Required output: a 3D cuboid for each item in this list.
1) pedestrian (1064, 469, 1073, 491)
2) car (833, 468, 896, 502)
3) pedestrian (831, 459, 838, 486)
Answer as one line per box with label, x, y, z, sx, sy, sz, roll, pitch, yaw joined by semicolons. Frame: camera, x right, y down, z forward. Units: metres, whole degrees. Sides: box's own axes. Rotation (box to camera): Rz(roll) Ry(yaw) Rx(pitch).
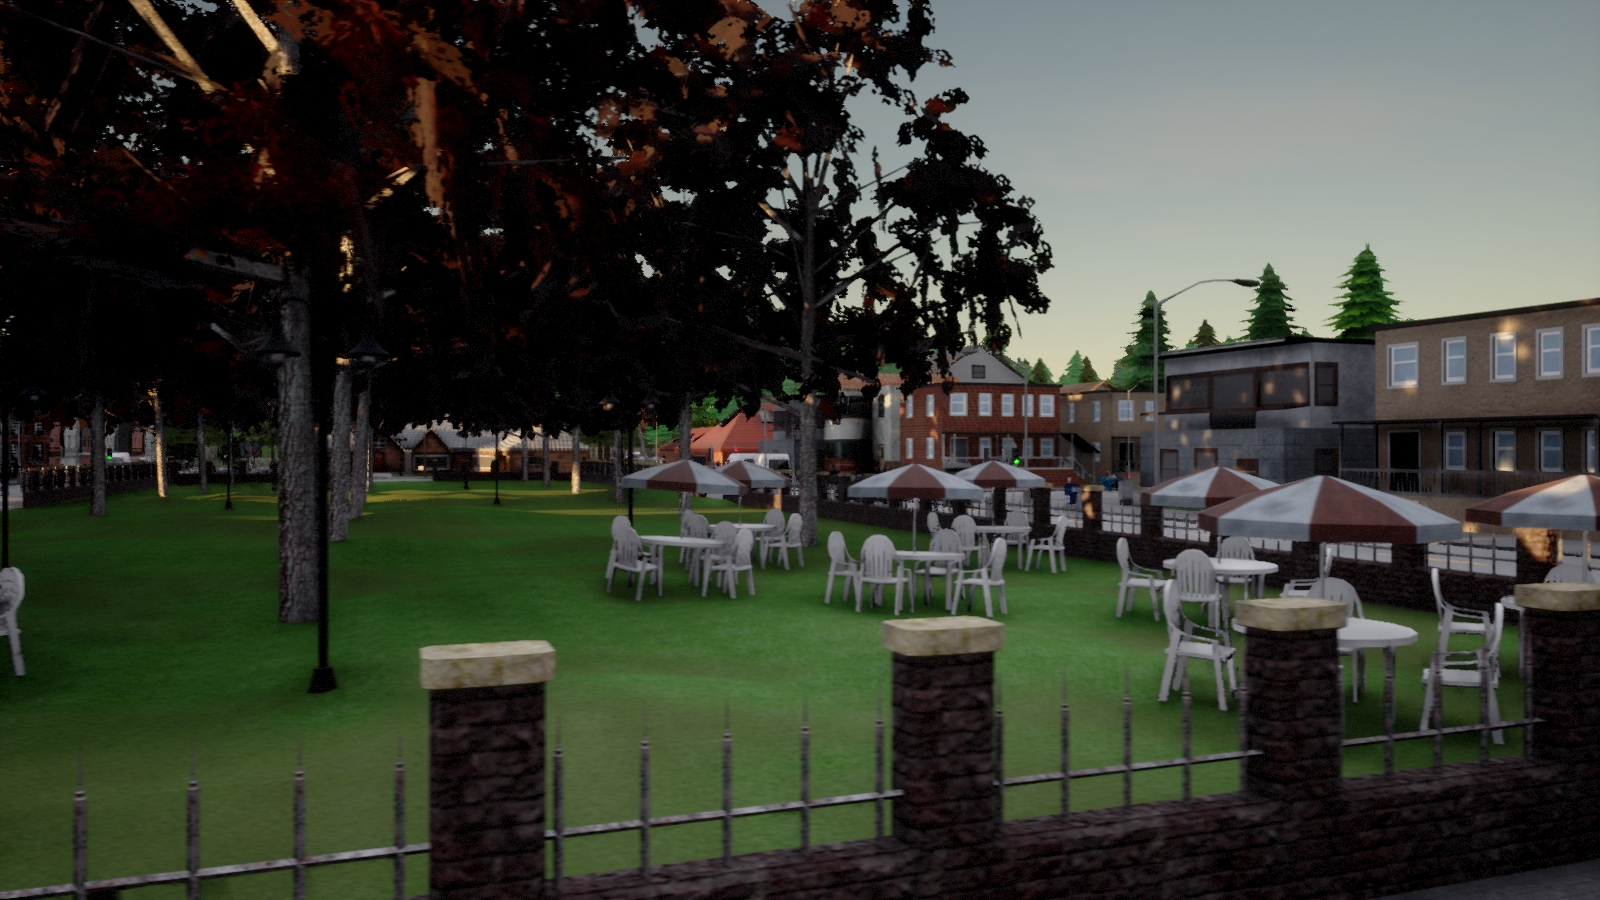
pedestrian;16.167;1.807;68.786;0.375;1.300;0.375;0;0;-7
car;3.292;1.779;59.009;1.851;1.617;3.988;0;0;-20
pedestrian;2.393;1.566;78.898;0.375;1.860;0.375;0;0;40
